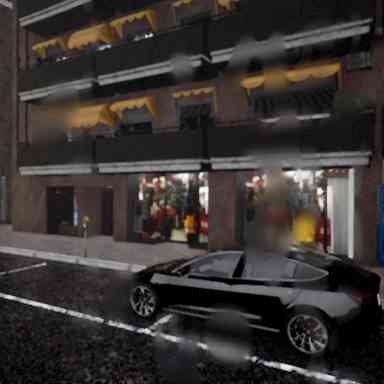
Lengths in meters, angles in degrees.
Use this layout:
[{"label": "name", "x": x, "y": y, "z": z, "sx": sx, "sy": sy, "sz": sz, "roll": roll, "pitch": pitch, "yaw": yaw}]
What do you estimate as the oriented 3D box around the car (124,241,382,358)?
[{"label": "car", "x": 0.845, "y": 1.539, "z": 5.770, "sx": 4.313, "sy": 1.339, "sz": 1.947, "roll": 0, "pitch": 0, "yaw": 28}]
